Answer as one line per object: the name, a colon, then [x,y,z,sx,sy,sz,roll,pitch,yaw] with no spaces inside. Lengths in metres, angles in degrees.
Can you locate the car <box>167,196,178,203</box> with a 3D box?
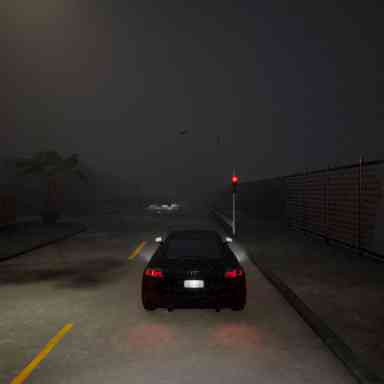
car: [-4.186,1.540,73.057,2.033,1.411,5.357,0,0,0]

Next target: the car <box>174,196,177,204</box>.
car: [-4.216,1.492,62.556,2.128,1.511,4.902,0,0,0]

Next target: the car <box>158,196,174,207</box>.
car: [-4.224,1.477,51.816,1.882,1.535,5.008,0,0,0]

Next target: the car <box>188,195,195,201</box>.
car: [-0.220,1.524,85.755,1.812,1.442,4.674,0,0,0]

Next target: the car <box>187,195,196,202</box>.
car: [-0.192,1.524,75.515,1.812,1.442,4.674,0,0,0]

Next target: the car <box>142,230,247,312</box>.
car: [0.044,1.564,7.785,1.994,1.385,4.181,0,0,0]
